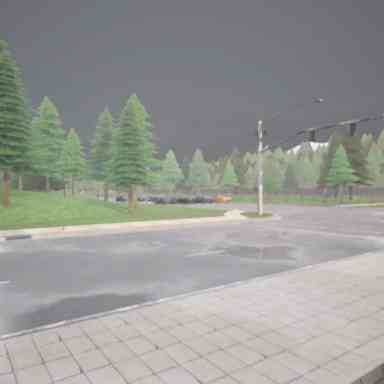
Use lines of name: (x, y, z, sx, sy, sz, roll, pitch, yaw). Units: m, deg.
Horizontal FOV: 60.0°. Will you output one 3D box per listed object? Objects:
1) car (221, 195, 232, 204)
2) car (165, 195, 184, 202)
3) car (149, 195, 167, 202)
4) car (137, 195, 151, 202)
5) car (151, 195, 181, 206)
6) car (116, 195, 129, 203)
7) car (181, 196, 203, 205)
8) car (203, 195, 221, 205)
car: (4.861, 1.227, 57.297, 1.882, 1.535, 5.008, 0, 0, -35)
car: (-3.736, 1.294, 69.694, 1.994, 1.385, 4.181, 0, 0, -35)
car: (-7.011, 1.301, 68.260, 1.812, 1.442, 4.674, 0, 1, -35)
car: (-9.975, 1.319, 66.363, 1.812, 1.442, 4.674, 0, 0, -35)
car: (-4.129, 1.384, 51.812, 1.994, 1.385, 4.181, 0, 0, -35)
car: (-13.262, 1.309, 64.940, 2.128, 1.511, 4.902, 0, 0, -34)
car: (-0.773, 1.397, 53.121, 1.895, 1.301, 4.718, 0, 0, -35)
car: (1.948, 1.320, 55.347, 2.033, 1.411, 5.357, 0, 0, -35)
